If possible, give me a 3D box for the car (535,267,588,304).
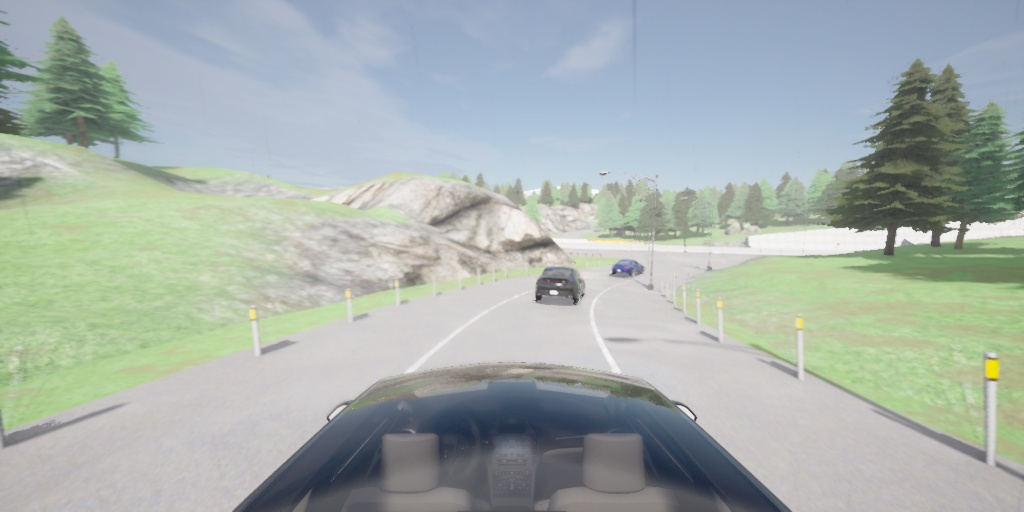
[{"bbox_3d":[2.319,1.220,16.599,1.837,1.490,4.892,2,1,16],"label":"car"}]

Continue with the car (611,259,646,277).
[{"bbox_3d":[10.493,1.000,32.312,1.812,1.442,4.674,5,4,37],"label":"car"}]
